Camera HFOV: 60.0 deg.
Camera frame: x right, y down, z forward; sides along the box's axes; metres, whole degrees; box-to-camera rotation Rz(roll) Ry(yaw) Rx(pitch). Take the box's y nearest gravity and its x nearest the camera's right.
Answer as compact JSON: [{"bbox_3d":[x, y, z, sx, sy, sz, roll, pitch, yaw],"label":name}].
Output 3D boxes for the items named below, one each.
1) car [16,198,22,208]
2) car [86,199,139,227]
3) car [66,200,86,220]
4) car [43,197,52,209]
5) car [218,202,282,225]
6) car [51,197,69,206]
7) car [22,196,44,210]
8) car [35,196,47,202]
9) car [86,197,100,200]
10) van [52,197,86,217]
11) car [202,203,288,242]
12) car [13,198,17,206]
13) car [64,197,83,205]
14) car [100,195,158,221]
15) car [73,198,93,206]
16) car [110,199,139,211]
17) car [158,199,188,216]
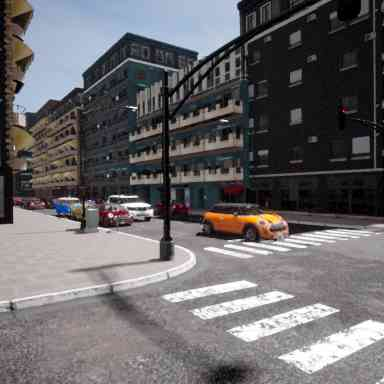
[{"bbox_3d":[-25.115,1.770,50.975,1.947,1.339,4.313,-1,1,-36],"label":"car"},{"bbox_3d":[-5.809,1.553,23.960,1.967,1.590,4.097,-1,1,-36],"label":"car"},{"bbox_3d":[-8.927,1.652,28.324,1.752,1.417,4.829,-1,1,-36],"label":"car"},{"bbox_3d":[-19.177,1.692,47.255,2.033,1.411,5.357,-1,0,-35],"label":"car"},{"bbox_3d":[4.129,1.498,24.468,1.752,1.417,4.829,-1,1,-36],"label":"car"},{"bbox_3d":[-23.243,1.635,58.310,1.837,1.490,4.892,-1,0,-36],"label":"car"},{"bbox_3d":[-21.899,1.628,46.472,1.967,1.590,4.097,-1,1,-36],"label":"car"},{"bbox_3d":[-37.607,1.728,82.862,1.887,1.381,4.507,-1,1,-36],"label":"car"},{"bbox_3d":[-11.557,1.657,36.468,2.033,1.411,5.357,-1,0,-35],"label":"car"},{"bbox_3d":[-12.246,1.483,32.963,1.690,1.788,3.998,-1,1,-36],"label":"van"},{"bbox_3d":[2.611,1.396,17.041,2.097,1.767,4.553,-1,0,-39],"label":"car"},{"bbox_3d":[-31.552,1.782,59.980,1.887,1.381,4.507,-1,1,-36],"label":"car"},{"bbox_3d":[-21.516,1.645,60.350,2.008,1.369,4.403,-1,1,-36],"label":"car"},{"bbox_3d":[-5.373,1.303,27.798,2.150,2.045,5.566,-1,0,-36],"label":"car"},{"bbox_3d":[-18.298,1.644,55.847,1.947,1.339,4.313,-1,1,-36],"label":"car"},{"bbox_3d":[-8.644,1.581,42.339,2.008,1.369,4.403,-1,1,-36],"label":"car"},{"bbox_3d":[-2.210,1.441,33.333,1.967,1.590,4.097,-1,1,-36],"label":"car"}]
